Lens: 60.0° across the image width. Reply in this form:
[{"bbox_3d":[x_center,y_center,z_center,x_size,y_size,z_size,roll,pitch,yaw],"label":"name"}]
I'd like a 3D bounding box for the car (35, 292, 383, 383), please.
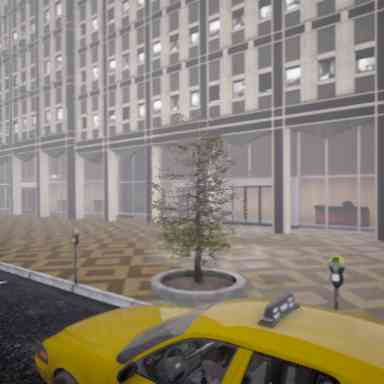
[{"bbox_3d":[0.475,1.510,2.720,4.829,1.417,1.752,-1,1,39],"label":"car"}]
